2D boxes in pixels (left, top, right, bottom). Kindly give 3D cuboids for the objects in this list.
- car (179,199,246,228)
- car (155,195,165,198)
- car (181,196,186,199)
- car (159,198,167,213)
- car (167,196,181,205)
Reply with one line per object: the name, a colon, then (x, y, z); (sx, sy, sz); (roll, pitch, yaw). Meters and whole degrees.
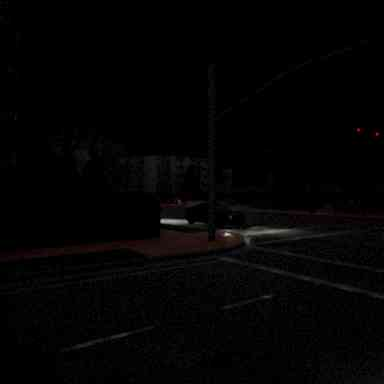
car: (1.488, 1.517, 22.850); (1.882, 1.535, 5.008); (0, 0, -38)
car: (-6.573, 1.444, 67.315); (2.097, 1.767, 4.553); (0, 0, 10)
car: (-2.440, 1.631, 70.173); (2.128, 1.511, 4.902); (0, 0, 17)
car: (-4.691, 1.530, 31.140); (2.128, 1.511, 4.902); (0, 0, -35)
car: (-3.487, 1.689, 60.250); (1.895, 1.301, 4.718); (0, 0, 0)
